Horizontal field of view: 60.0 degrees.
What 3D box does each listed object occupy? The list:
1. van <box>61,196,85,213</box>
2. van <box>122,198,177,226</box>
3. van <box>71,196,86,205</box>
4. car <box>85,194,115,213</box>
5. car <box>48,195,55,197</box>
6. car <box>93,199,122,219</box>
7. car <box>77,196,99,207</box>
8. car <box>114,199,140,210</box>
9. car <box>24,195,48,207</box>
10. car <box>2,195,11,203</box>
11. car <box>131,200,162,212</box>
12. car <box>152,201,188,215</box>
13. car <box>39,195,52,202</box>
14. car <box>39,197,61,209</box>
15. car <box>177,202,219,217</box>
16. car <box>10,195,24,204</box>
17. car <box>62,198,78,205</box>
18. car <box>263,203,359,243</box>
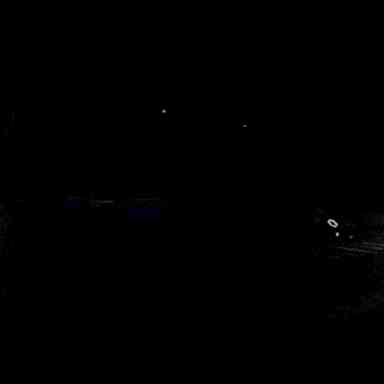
[{"bbox_3d":[-12.667,1.381,36.394,1.690,1.788,3.998,1,-1,-36],"label":"van"},{"bbox_3d":[-2.989,1.319,22.938,1.690,1.788,3.998,1,-1,-36],"label":"van"},{"bbox_3d":[-21.856,1.624,63.795,1.690,1.788,3.998,1,-1,-36],"label":"van"},{"bbox_3d":[-9.513,1.300,36.768,2.150,2.045,5.566,1,-1,-36],"label":"car"},{"bbox_3d":[-31.542,1.788,77.247,1.967,1.590,4.097,1,-1,-36],"label":"car"},{"bbox_3d":[-6.216,1.543,27.421,1.887,1.381,4.507,1,-1,-36],"label":"car"},{"bbox_3d":[-18.628,1.577,59.311,2.192,1.841,5.009,1,-1,-36],"label":"car"},{"bbox_3d":[-9.045,1.724,45.993,1.752,1.417,4.829,1,-1,-36],"label":"car"},{"bbox_3d":[-25.573,1.676,54.333,2.008,1.369,4.403,1,-1,-36],"label":"car"},{"bbox_3d":[-41.701,1.548,76.761,2.192,1.841,5.009,1,-1,-36],"label":"car"},{"bbox_3d":[-5.718,1.721,41.371,1.887,1.381,4.507,1,-1,-36],"label":"car"},{"bbox_3d":[-2.490,1.700,36.886,1.887,1.381,4.507,1,-1,-36],"label":"car"},{"bbox_3d":[-37.997,1.706,86.217,2.192,1.841,5.009,1,-1,-36],"label":"car"},{"bbox_3d":[-19.121,1.664,45.362,1.802,1.307,4.206,1,-1,-36],"label":"car"},{"bbox_3d":[0.738,1.679,32.402,1.887,1.381,4.507,1,-1,-36],"label":"car"},{"bbox_3d":[-35.151,1.714,67.651,1.752,1.417,4.829,1,-1,-36],"label":"car"},{"bbox_3d":[-25.086,1.855,68.277,2.008,1.369,4.403,1,-1,-36],"label":"car"},{"bbox_3d":[5.462,1.332,15.952,2.097,1.767,4.553,1,-1,-36],"label":"car"}]
